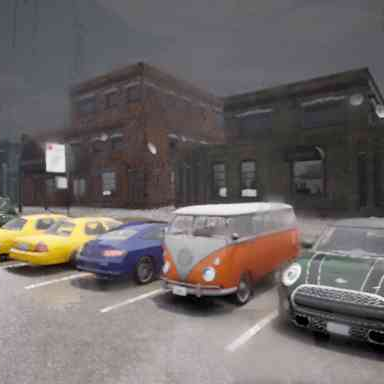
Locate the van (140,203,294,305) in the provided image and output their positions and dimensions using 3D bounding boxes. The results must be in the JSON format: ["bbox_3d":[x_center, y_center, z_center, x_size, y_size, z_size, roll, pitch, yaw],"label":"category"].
[{"bbox_3d":[1.049,1.276,8.064,1.878,1.987,4.442,0,0,36],"label":"van"}]

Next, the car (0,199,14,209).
[{"bbox_3d":[-10.127,1.435,16.143,2.185,1.767,4.553,0,0,36],"label":"car"}]

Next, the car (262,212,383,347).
[{"bbox_3d":[3.380,1.360,6.582,2.185,1.767,4.553,0,0,36],"label":"car"}]

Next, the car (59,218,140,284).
[{"bbox_3d":[-1.129,1.557,9.758,2.002,1.452,4.674,0,0,36],"label":"car"}]

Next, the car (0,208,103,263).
[{"bbox_3d":[-5.511,1.539,13.115,1.946,1.575,5.366,0,0,36],"label":"car"}]

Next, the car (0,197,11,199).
[{"bbox_3d":[-12.370,1.318,17.747,2.435,2.045,5.566,0,0,36],"label":"car"}]
